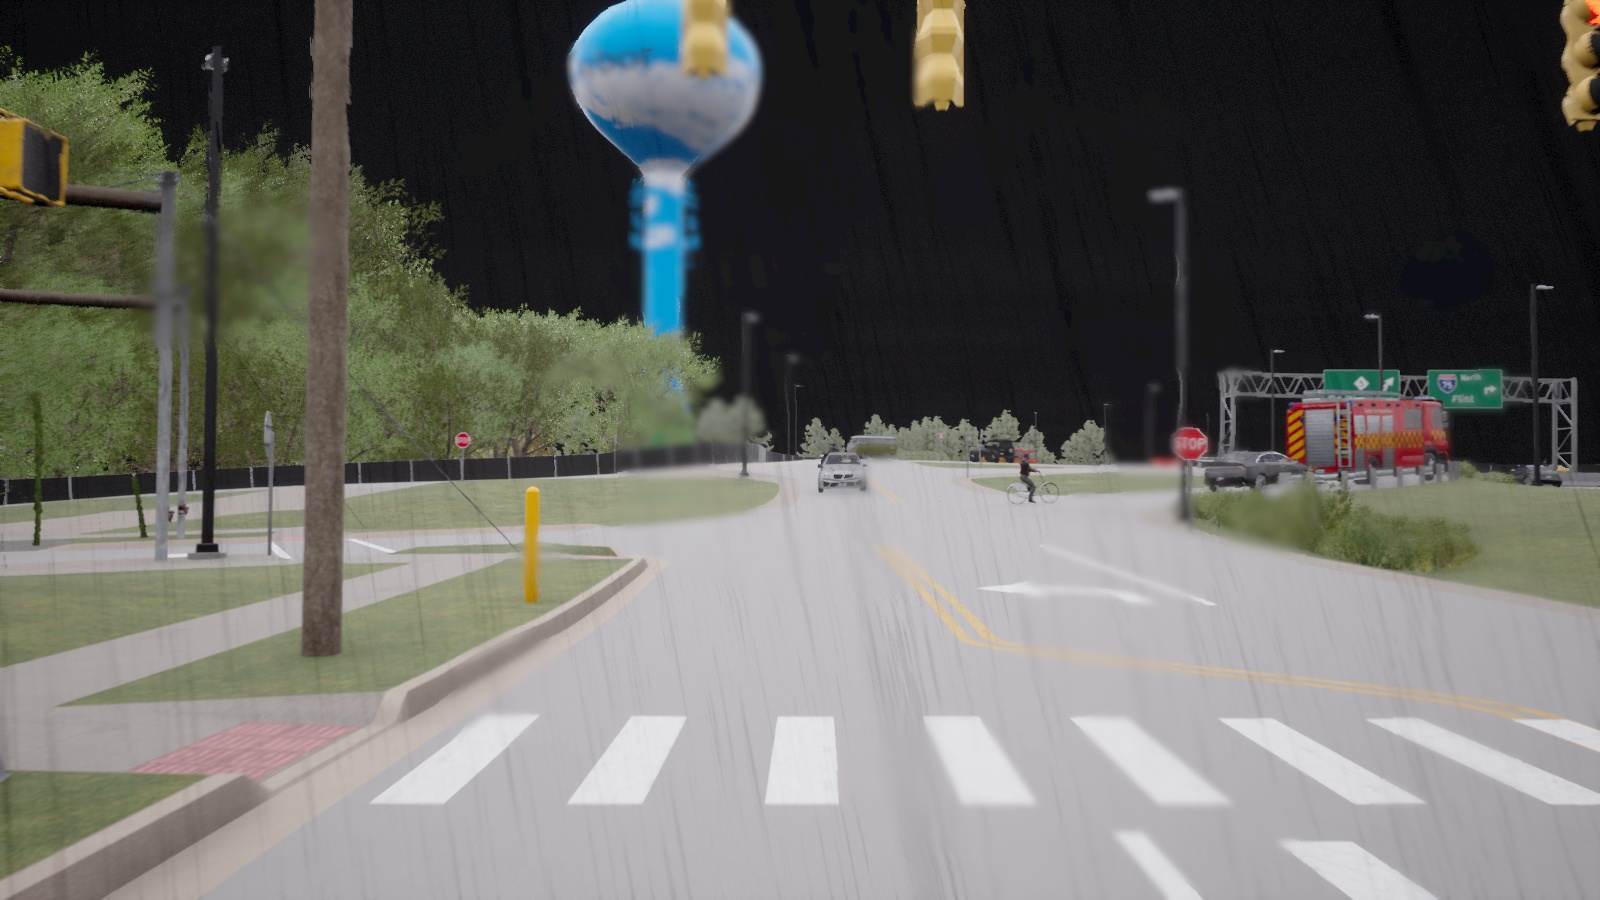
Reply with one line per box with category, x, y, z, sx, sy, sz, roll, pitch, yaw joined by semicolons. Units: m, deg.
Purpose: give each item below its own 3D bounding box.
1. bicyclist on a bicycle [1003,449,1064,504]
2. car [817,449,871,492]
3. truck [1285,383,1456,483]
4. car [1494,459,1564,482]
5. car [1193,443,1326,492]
bicyclist on a bicycle;7.962;0.899;42.792;1.843;1.776;0.659;-3;-1;-7
car;1.883;0.867;54.948;2.242;1.667;4.611;0;1;1
truck;23.814;-0.729;52.200;8.468;3.827;2.891;-2;0;-39
car;45.908;1.287;79.134;1.994;1.385;4.181;0;-1;1
car;16.459;0.619;44.873;4.902;1.511;2.128;-2;-1;-38
